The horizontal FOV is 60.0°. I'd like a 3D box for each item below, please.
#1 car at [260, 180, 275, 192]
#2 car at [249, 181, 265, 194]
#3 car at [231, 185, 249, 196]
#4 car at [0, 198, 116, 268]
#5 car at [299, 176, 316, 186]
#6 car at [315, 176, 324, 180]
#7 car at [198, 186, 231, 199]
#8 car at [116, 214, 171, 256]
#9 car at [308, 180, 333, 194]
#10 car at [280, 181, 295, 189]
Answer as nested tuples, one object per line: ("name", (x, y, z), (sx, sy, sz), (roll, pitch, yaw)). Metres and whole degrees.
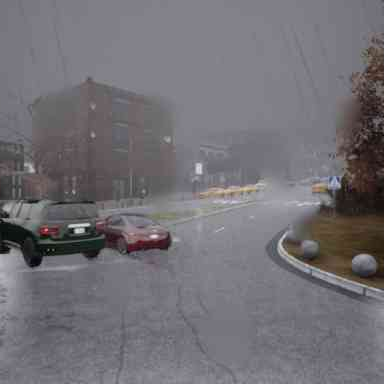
("car", (13.140, -1.161, 60.186), (2.435, 2.045, 5.566), (0, 3, 37))
("car", (9.630, -0.565, 55.589), (1.946, 1.575, 5.366), (0, 3, 37))
("car", (6.286, -0.235, 51.203), (1.946, 1.575, 5.366), (0, 3, 37))
("car", (-5.143, 1.222, 11.685), (2.150, 2.045, 5.566), (0, 0, -44))
("car", (26.546, -2.234, 77.767), (2.231, 1.521, 4.892), (0, 3, 37))
("car", (29.859, -2.814, 82.113), (2.435, 2.045, 5.566), (0, 3, 37))
("car", (2.935, 0.098, 46.826), (1.946, 1.575, 5.366), (0, 3, 38))
("car", (-2.679, 1.564, 13.417), (1.994, 1.385, 4.181), (0, 0, -41))
("car", (18.976, -0.504, 48.404), (1.882, 1.535, 5.008), (0, 3, 37))
("car", (19.832, -1.542, 68.970), (2.163, 1.488, 4.792), (0, 3, 37))
